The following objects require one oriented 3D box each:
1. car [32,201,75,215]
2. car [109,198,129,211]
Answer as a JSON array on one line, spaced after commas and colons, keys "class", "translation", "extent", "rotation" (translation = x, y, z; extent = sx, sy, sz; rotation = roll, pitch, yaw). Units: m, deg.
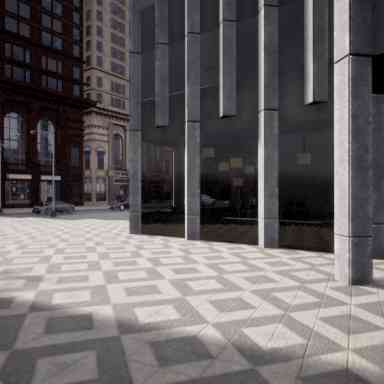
[{"class": "car", "translation": [-14.589, 1.631, 35.167], "extent": [1.994, 1.385, 4.181], "rotation": [0, 0, 36]}, {"class": "car", "translation": [-8.632, 1.601, 43.496], "extent": [1.837, 1.490, 4.892], "rotation": [0, 0, 36]}]
